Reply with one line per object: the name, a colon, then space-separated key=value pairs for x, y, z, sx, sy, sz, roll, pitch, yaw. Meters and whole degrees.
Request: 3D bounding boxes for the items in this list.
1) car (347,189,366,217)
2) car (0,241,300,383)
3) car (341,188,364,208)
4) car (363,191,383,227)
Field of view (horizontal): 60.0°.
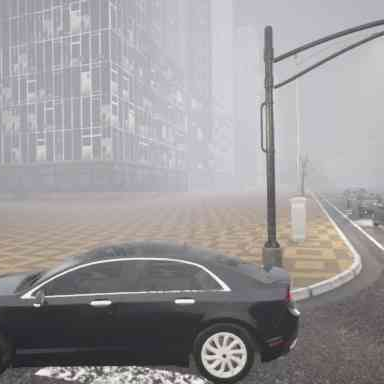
car: x=11.175 y=0.759 z=20.643 sx=1.994 sy=1.385 sz=4.181 roll=-1 pitch=2 yaw=17
car: x=-1.014 y=1.505 z=4.750 sx=4.892 sy=1.490 sz=1.837 roll=0 pitch=0 yaw=0
car: x=13.188 y=0.454 z=26.700 sx=2.128 sy=1.511 sz=4.902 roll=-1 pitch=2 yaw=18
car: x=9.106 y=0.928 z=14.355 sx=2.128 sy=1.511 sz=4.902 roll=-1 pitch=2 yaw=18
